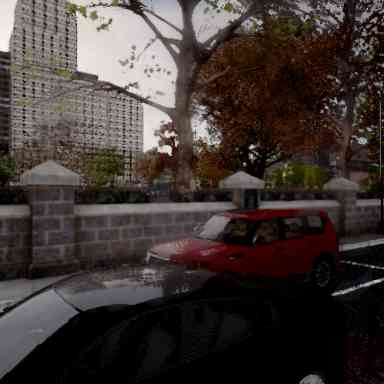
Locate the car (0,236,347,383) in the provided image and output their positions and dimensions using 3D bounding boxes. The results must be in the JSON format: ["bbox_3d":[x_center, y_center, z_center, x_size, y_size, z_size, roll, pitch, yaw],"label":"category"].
[{"bbox_3d":[-0.677,1.480,2.893,5.008,1.535,1.882,0,0,-35],"label":"car"}]

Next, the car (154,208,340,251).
[{"bbox_3d":[1.327,1.330,7.505,5.009,1.841,2.192,0,0,-35],"label":"car"}]
